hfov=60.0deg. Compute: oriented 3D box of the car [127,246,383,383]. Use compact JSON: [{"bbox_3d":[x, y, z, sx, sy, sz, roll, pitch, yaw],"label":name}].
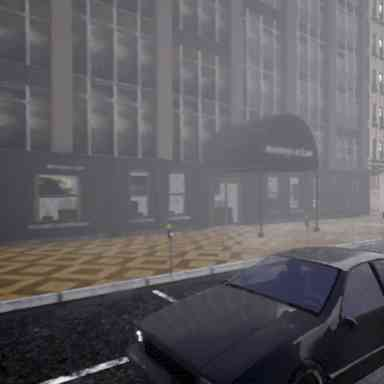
[{"bbox_3d":[1.866,1.548,4.714,5.357,1.411,2.033,0,0,-36],"label":"car"}]
